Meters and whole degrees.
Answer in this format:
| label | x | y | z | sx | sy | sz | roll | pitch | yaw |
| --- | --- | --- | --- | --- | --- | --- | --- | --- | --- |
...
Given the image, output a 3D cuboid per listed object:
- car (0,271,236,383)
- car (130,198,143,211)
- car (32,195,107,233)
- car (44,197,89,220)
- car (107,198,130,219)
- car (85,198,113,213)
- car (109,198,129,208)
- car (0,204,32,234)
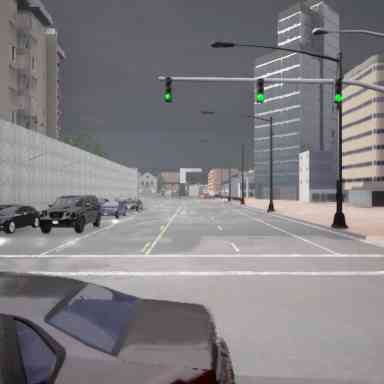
| label | x | y | z | sx | sy | sz | roll | pitch | yaw |
| --- | --- | --- | --- | --- | --- | --- | --- | --- | --- |
| car | -2.286 | 1.548 | 3.122 | 5.357 | 1.411 | 2.033 | 0 | 0 | 0 |
| car | -7.107 | 1.491 | 40.034 | 2.128 | 1.511 | 4.902 | 0 | 0 | 0 |
| car | -7.104 | 1.221 | 20.051 | 2.150 | 2.045 | 5.566 | 0 | 0 | 0 |
| car | -10.611 | 1.352 | 28.487 | 2.097 | 1.767 | 4.553 | 0 | 0 | 0 |
| car | -7.111 | 1.526 | 29.692 | 1.812 | 1.442 | 4.674 | 0 | 0 | 0 |
| car | -10.609 | 1.505 | 38.305 | 1.837 | 1.490 | 4.892 | 0 | 0 | 0 |
| car | -10.576 | 1.601 | 48.365 | 1.895 | 1.301 | 4.718 | 0 | 0 | 0 |
| car | -10.608 | 1.505 | 19.419 | 1.837 | 1.490 | 4.892 | 0 | 0 | 0 |
